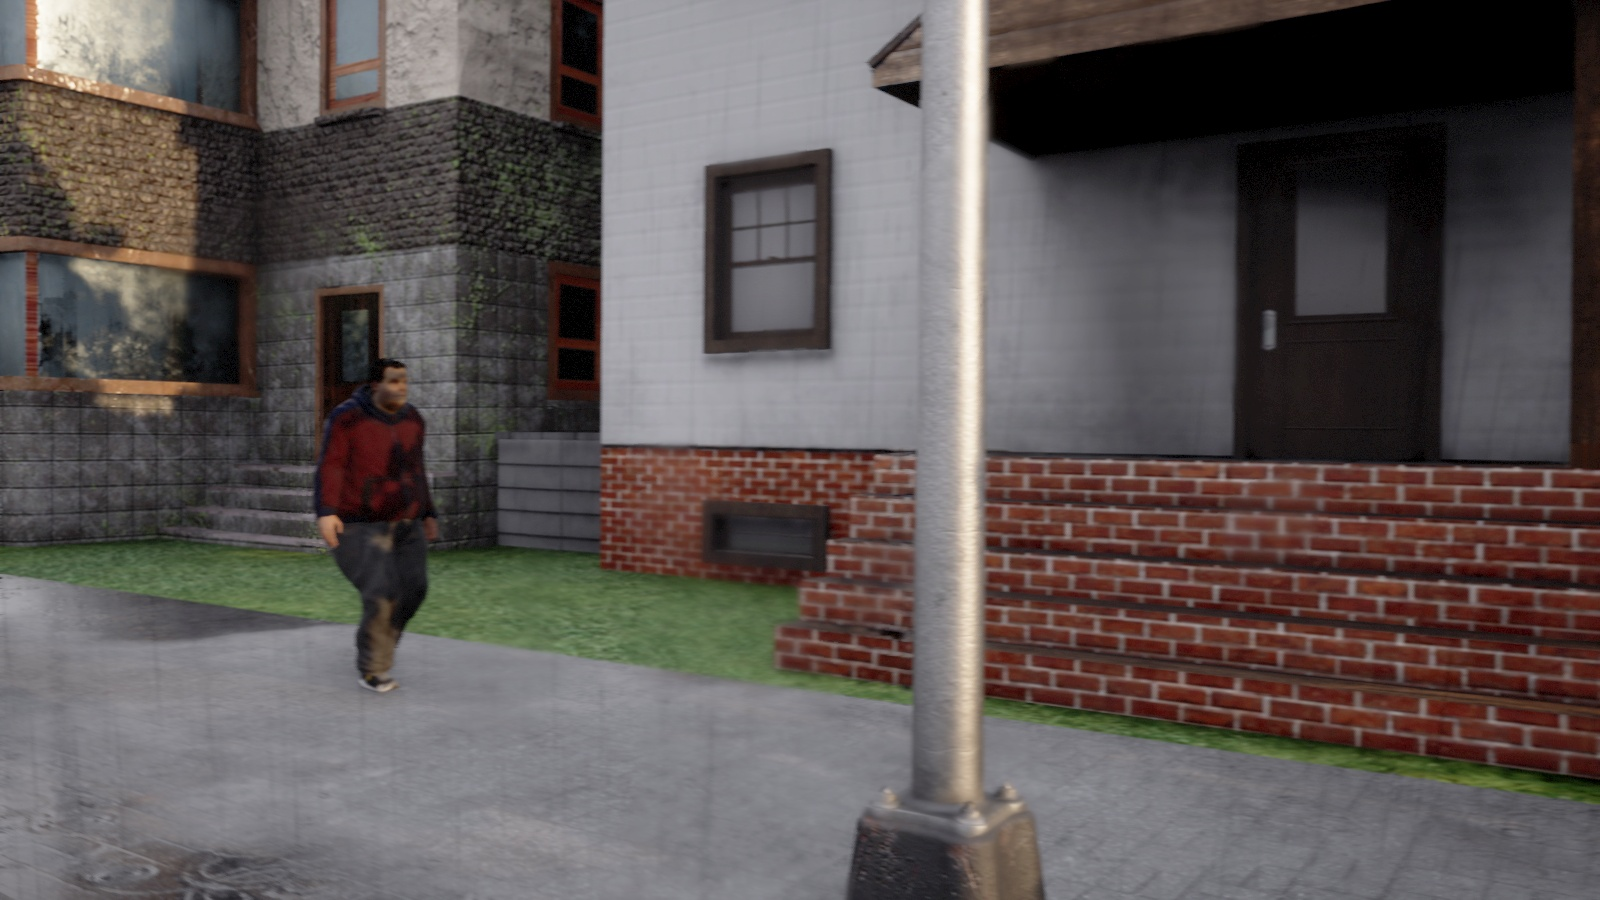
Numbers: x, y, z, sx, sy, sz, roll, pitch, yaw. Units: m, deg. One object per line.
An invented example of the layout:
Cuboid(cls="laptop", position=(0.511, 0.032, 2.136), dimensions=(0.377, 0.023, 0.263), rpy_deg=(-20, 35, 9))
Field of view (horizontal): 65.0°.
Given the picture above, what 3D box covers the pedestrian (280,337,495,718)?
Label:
Cuboid(cls="pedestrian", position=(-2.160, 0.371, 6.579), dimensions=(0.899, 1.844, 0.634), rpy_deg=(0, 1, 35))
